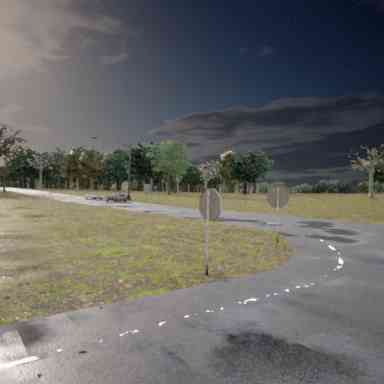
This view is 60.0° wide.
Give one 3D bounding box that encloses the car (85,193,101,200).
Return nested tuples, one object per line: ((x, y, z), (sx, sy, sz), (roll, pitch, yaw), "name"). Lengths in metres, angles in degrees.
((-17.536, 0.762, 59.572), (1.895, 1.301, 4.718), (2, 0, -35), "car")

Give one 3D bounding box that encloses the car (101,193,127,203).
((-11.721, 0.847, 51.398), (2.128, 1.511, 4.902), (2, 0, -35), "car")
